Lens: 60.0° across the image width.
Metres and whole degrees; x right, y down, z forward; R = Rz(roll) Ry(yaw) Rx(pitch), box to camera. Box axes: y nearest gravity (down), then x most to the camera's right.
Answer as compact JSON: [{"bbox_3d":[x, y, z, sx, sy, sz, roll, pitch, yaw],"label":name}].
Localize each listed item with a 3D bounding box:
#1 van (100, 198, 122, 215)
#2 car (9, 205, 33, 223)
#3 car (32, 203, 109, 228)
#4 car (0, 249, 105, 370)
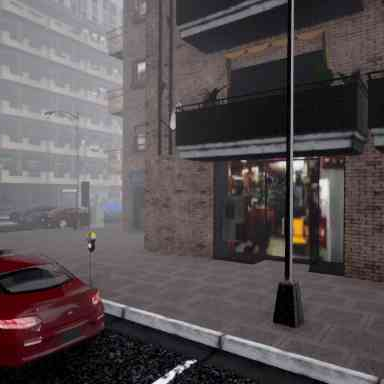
[{"bbox_3d":[-8.710,1.606,37.856,1.690,1.788,3.998,0,-1,36],"label":"van"},{"bbox_3d":[-12.827,1.736,27.680,1.994,1.385,4.181,1,0,36],"label":"car"},{"bbox_3d":[-8.528,1.756,23.737,1.887,1.381,4.507,0,-1,36],"label":"car"},{"bbox_3d":[-3.143,1.582,5.243,4.206,1.307,1.802,0,0,36],"label":"car"}]
